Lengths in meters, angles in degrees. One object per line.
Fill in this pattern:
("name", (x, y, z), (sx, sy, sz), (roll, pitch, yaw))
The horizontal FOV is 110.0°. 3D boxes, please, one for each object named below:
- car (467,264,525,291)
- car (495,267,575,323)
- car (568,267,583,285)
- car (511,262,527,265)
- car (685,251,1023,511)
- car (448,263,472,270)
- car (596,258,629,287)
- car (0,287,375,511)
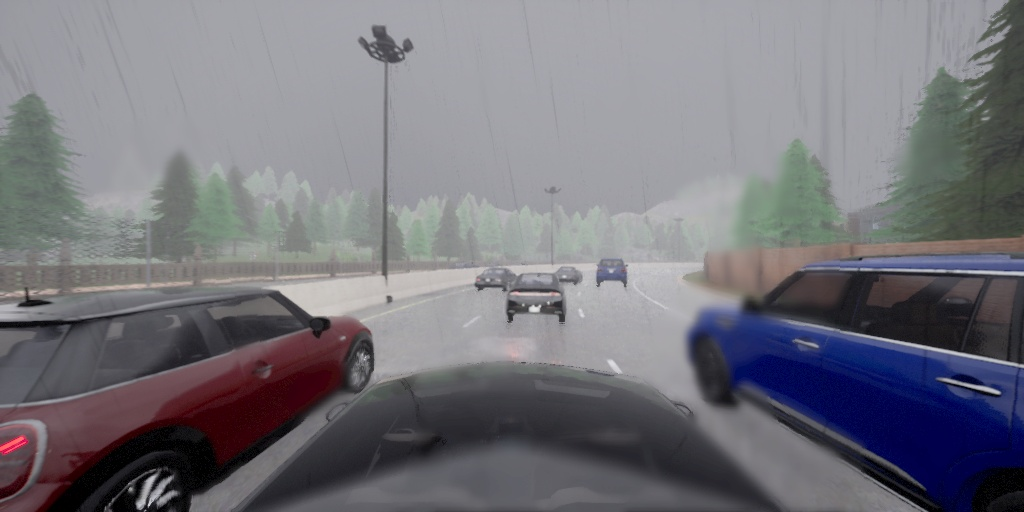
("car", (-0.810, 1.446, 22.952), (2.033, 1.411, 5.357), (0, 0, 13))
("car", (0.927, 1.323, 12.559), (2.128, 1.511, 4.902), (0, 0, 7))
("car", (4.540, 1.531, 28.978), (1.994, 1.385, 4.181), (0, 0, 17))
("car", (0.636, 1.588, 47.520), (1.837, 1.490, 4.892), (0, -1, 27))
("car", (3.672, 0.998, 3.087), (2.150, 2.045, 5.566), (0, 0, 1))
("car", (-6.587, 1.605, 48.778), (2.033, 1.411, 5.357), (0, 0, 26))
("car", (7.696, 1.192, 27.510), (2.150, 2.045, 5.566), (0, 0, 17))
("car", (-3.255, 1.102, 3.845), (2.097, 1.767, 4.553), (0, 0, 1))
